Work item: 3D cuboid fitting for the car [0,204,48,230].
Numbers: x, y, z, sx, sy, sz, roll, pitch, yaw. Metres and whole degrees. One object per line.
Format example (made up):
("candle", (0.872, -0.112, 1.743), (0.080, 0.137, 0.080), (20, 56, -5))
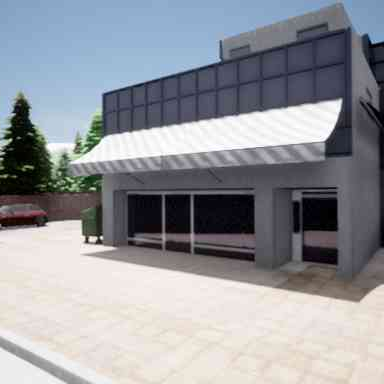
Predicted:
("car", (-12.723, 1.688, 23.546), (2.097, 1.767, 4.553), (0, 0, 37))
